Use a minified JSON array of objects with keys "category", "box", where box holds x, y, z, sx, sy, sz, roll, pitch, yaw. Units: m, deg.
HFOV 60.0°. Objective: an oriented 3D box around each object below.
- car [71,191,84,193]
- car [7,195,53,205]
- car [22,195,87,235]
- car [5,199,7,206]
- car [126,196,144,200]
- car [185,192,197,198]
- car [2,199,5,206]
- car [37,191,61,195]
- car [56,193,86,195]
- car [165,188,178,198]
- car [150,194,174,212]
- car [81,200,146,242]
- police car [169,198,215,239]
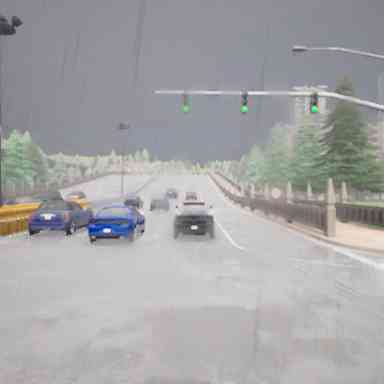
[{"category":"car","box":[-17.600,0.667,50.509,2.097,1.767,4.553,0,4,0]},{"category":"car","box":[-14.020,1.307,29.797,1.882,1.535,5.008,0,0,1]},{"category":"car","box":[-6.902,1.248,18.051,2.097,1.767,4.553,0,0,0]},{"category":"car","box":[-17.501,1.386,31.060,1.994,1.385,4.181,0,0,0]},{"category":"car","box":[-6.943,1.253,39.781,1.837,1.490,4.892,0,1,0]},{"category":"car","box":[-0.123,0.626,54.815,1.895,1.301,4.718,0,4,0]},{"category":"car","box":[-14.058,1.375,20.338,2.128,1.511,4.902,0,0,-1]},{"category":"car","box":[-17.543,0.954,40.309,2.150,2.045,5.566,0,1,0]},{"category":"car","box":[-14.037,1.231,39.233,1.882,1.535,5.008,0,1,0]},{"category":"car","box":[-3.583,0.076,58.375,2.097,1.767,4.553,0,5,0]},{"category":"car","box":[-3.427,1.281,36.321,2.128,1.511,4.902,0,0,0]},{"category":"car","box":[-3.400,1.387,15.804,1.882,1.535,5.008,0,0,0]},{"category":"police car","box":[0.100,1.327,16.964,1.930,1.638,5.238,0,0,0]}]
